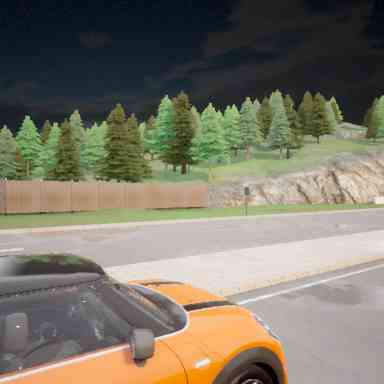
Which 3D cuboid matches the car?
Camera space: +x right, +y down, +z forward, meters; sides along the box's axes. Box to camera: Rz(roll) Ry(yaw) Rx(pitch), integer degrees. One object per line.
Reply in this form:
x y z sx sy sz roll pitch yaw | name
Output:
-1.265 1.352 2.843 4.553 1.767 2.097 0 0 -35 | car
